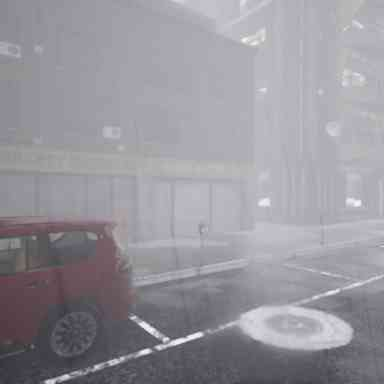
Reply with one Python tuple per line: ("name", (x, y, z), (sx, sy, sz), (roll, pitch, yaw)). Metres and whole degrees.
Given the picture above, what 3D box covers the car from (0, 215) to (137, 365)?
("car", (-3.159, 1.316, 4.288), (5.009, 1.841, 2.192), (-1, 1, -35))
